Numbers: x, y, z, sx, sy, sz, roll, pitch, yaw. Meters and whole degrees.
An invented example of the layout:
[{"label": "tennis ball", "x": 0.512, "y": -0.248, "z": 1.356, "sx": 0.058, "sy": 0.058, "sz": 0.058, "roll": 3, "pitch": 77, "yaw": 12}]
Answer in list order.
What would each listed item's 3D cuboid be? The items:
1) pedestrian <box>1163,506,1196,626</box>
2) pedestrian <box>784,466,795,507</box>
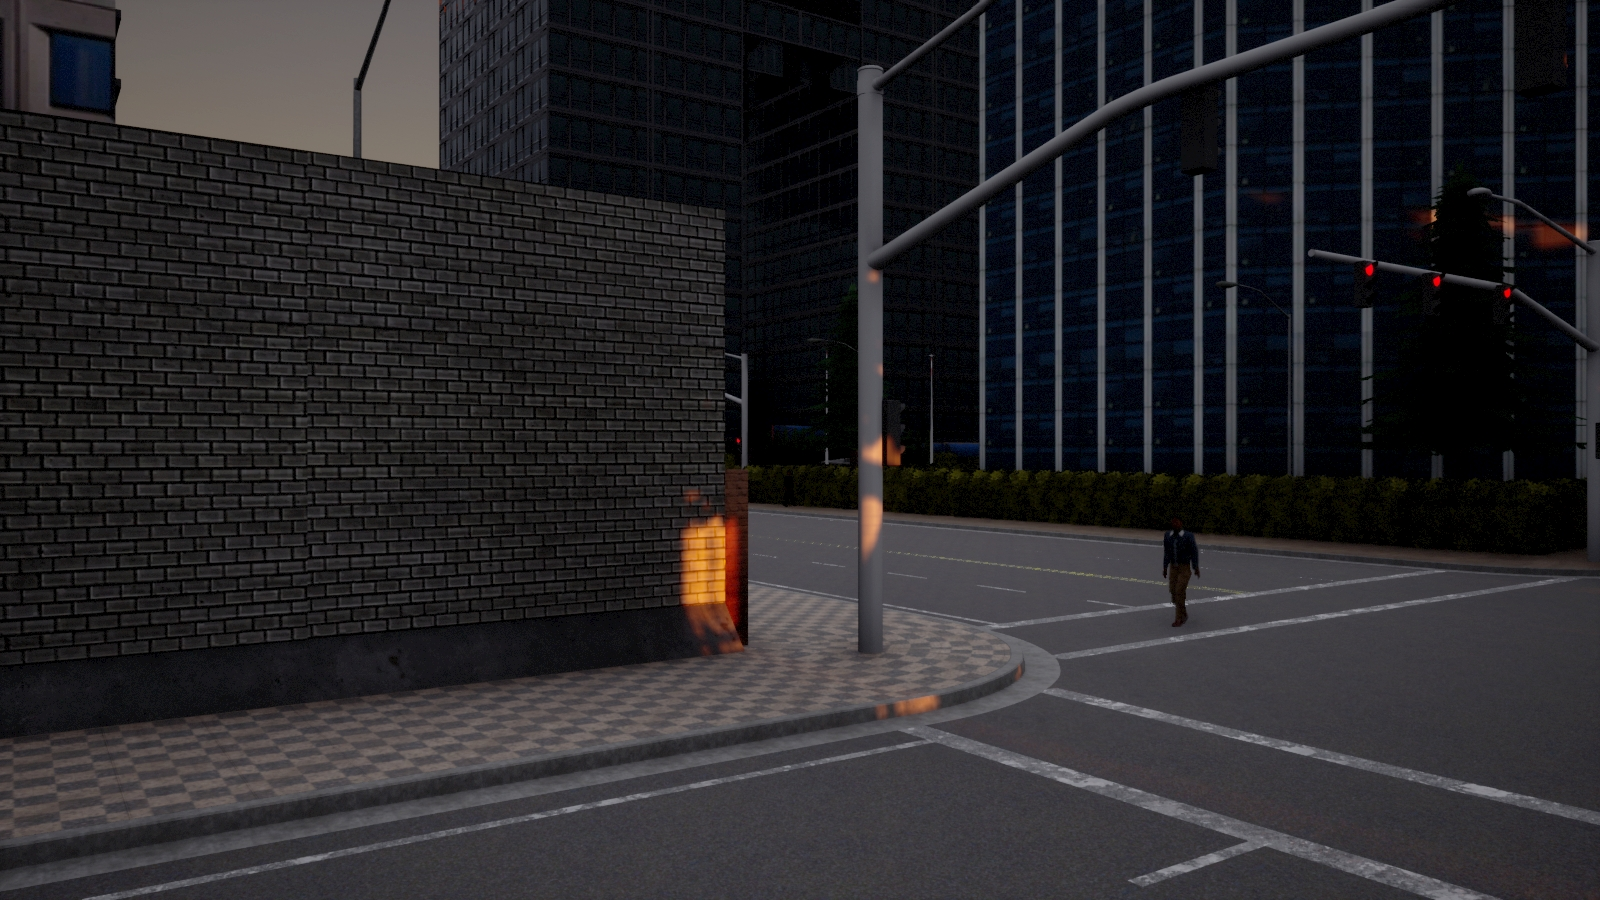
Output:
[{"label": "pedestrian", "x": 6.092, "y": 1.848, "z": 18.349, "sx": 0.375, "sy": 1.860, "sz": 0.375, "roll": 0, "pitch": 0, "yaw": -43}, {"label": "pedestrian", "x": -0.482, "y": 1.698, "z": 52.959, "sx": 0.375, "sy": 1.860, "sz": 0.375, "roll": 0, "pitch": 0, "yaw": -32}]
